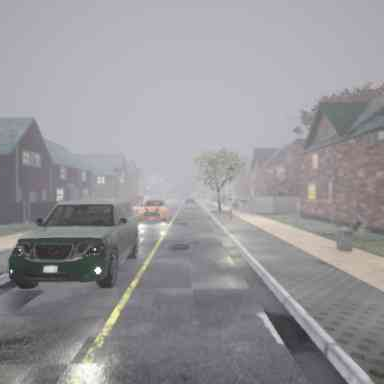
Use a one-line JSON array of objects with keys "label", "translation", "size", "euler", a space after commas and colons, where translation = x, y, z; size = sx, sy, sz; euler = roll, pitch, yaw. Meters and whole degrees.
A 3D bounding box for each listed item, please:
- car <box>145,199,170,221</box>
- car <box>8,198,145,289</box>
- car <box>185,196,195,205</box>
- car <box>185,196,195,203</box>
[{"label": "car", "translation": [-2.957, 1.351, 26.586], "size": [2.097, 1.767, 4.553], "euler": [0, 0, 0]}, {"label": "car", "translation": [-2.907, 1.218, 9.563], "size": [2.150, 2.045, 5.566], "euler": [0, 0, 0]}, {"label": "car", "translation": [-0.393, 1.613, 61.413], "size": [2.128, 1.511, 4.902], "euler": [0, 0, 0]}, {"label": "car", "translation": [-0.462, 1.610, 71.665], "size": [2.128, 1.511, 4.902], "euler": [0, 0, 0]}]
